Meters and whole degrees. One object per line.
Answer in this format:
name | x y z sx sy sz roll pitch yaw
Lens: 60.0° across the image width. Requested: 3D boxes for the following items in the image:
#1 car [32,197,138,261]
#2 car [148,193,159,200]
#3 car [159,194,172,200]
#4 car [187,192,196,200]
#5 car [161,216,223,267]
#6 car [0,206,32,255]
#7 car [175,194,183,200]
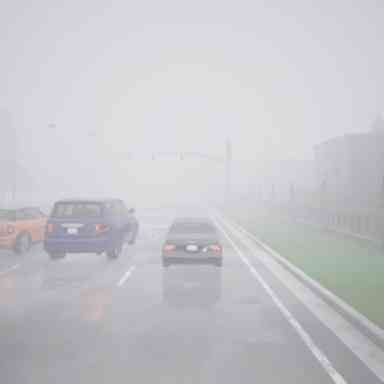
car | -3.466 1.205 12.391 2.150 2.045 5.566 0 0 0
car | -10.514 1.392 89.096 1.812 1.442 4.674 0 0 0
car | -7.014 1.463 89.127 1.895 1.301 4.718 0 0 0
car | -0.014 1.093 88.710 2.150 2.045 5.566 0 0 0
car | 0.025 1.531 11.347 2.033 1.411 5.357 0 0 1
car | -6.957 1.332 13.431 2.097 1.767 4.553 0 0 0
car | -3.514 1.345 88.680 1.882 1.535 5.008 0 0 0
